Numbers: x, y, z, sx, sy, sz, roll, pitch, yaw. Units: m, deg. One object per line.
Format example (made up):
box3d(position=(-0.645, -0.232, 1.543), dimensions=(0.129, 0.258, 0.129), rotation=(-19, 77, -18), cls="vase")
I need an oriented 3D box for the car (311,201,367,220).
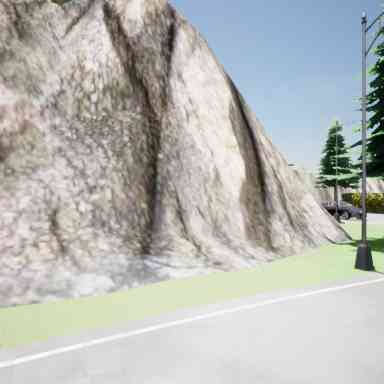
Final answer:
box3d(position=(12.384, 1.493, 28.310), dimensions=(2.128, 1.511, 4.902), rotation=(0, 0, -26), cls="car")
